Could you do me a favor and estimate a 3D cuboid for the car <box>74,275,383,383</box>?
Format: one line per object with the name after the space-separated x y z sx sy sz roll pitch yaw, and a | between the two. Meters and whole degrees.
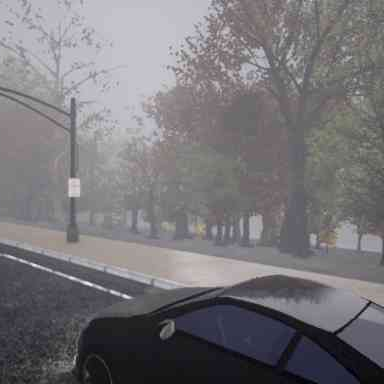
0.639 1.565 3.240 4.181 1.385 1.994 0 0 42 | car
